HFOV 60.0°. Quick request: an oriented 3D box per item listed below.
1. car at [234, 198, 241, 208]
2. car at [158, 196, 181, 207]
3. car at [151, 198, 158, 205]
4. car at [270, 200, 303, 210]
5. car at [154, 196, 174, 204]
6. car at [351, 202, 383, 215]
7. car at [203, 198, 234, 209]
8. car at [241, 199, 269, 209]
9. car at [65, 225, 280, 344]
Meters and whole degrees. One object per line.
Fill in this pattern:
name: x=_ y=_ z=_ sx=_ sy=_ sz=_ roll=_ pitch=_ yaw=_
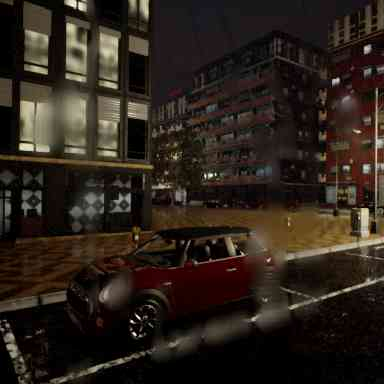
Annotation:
car: x=6.824 y=1.725 z=55.244 sx=1.967 sy=1.590 sz=4.097 roll=1 pitch=-1 yaw=-35
car: x=-3.296 y=1.733 z=55.050 sx=1.887 sy=1.381 sz=4.507 roll=1 pitch=-1 yaw=-35
car: x=-6.565 y=1.763 z=59.683 sx=1.887 sy=1.381 sz=4.507 roll=1 pitch=-1 yaw=-35
car: x=13.362 y=1.806 z=45.976 sx=1.802 sy=1.307 sz=4.206 roll=1 pitch=-1 yaw=-35
car: x=-6.253 y=1.724 z=73.779 sx=2.192 sy=1.841 sz=5.009 roll=1 pitch=-1 yaw=-35
car: x=19.901 y=1.730 z=36.710 sx=1.947 sy=1.339 sz=4.313 roll=1 pitch=-1 yaw=-35
car: x=3.243 y=1.677 z=45.783 sx=2.008 sy=1.369 sz=4.403 roll=1 pitch=-1 yaw=-35
car: x=10.093 y=1.800 z=50.610 sx=1.887 sy=1.381 sz=4.507 roll=1 pitch=-1 yaw=-35
car: x=-0.237 y=1.441 z=6.372 sx=4.097 sy=1.590 sz=1.967 roll=0 pitch=1 yaw=-35
